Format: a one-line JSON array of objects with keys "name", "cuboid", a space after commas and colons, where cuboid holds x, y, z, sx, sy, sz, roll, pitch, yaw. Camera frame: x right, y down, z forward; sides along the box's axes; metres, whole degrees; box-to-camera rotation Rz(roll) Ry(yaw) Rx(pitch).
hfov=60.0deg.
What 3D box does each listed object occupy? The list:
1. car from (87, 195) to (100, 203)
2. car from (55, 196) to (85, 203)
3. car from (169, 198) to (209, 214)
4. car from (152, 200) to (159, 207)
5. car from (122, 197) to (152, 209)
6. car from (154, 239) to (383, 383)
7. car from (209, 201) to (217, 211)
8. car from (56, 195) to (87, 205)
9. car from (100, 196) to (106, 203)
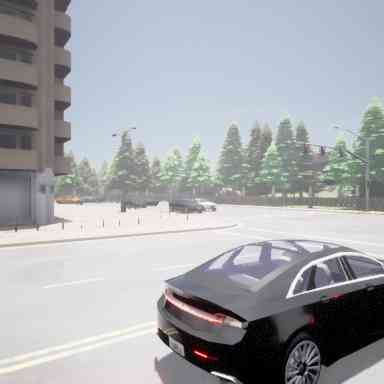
[{"name": "car", "cuboid": [-19.467, 1.186, 60.103, 4.674, 1.442, 1.812, 0, 0, 26]}, {"name": "car", "cuboid": [-24.057, 1.492, 65.558, 5.357, 1.411, 2.033, 0, 0, 15]}, {"name": "car", "cuboid": [-0.684, 1.449, 35.207, 1.837, 1.490, 4.892, 0, 0, -35]}, {"name": "car", "cuboid": [-6.845, 1.545, 49.778, 1.895, 1.301, 4.718, 0, 0, -39]}, {"name": "car", "cuboid": [-7.843, 1.445, 45.279, 1.837, 1.490, 4.892, 0, 1, -37]}, {"name": "car", "cuboid": [1.810, 1.492, 5.077, 4.902, 1.511, 2.128, 0, 0, -35]}, {"name": "car", "cuboid": [0.995, 1.470, 38.913, 1.812, 1.442, 4.674, 0, 0, -35]}, {"name": "car", "cuboid": [-20.975, 1.464, 56.944, 5.008, 1.535, 1.882, 0, 0, 26]}, {"name": "car", "cuboid": [-20.007, 1.447, 67.747, 4.902, 1.511, 2.128, 0, 0, 18]}]
